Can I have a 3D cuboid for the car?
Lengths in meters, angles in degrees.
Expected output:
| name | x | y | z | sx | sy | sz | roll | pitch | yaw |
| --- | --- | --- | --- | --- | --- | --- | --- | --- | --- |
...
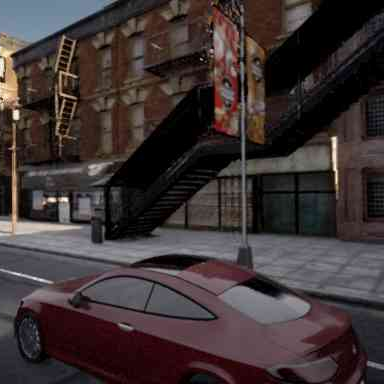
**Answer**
| name | x | y | z | sx | sy | sz | roll | pitch | yaw |
| --- | --- | --- | --- | --- | --- | --- | --- | --- | --- |
| car | -0.395 | 1.561 | 4.273 | 4.674 | 1.442 | 1.812 | -1 | -1 | 36 |
